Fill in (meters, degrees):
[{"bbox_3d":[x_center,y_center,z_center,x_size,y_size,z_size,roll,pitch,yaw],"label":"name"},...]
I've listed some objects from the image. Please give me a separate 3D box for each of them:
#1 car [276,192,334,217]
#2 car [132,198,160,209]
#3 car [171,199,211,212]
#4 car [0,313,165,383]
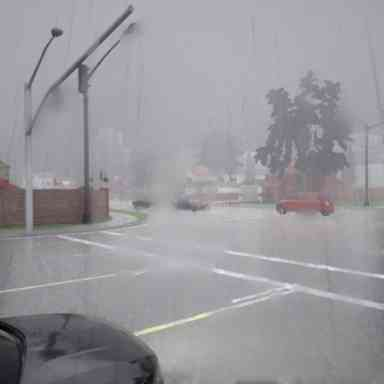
[{"bbox_3d":[9.782,1.060,29.141,2.150,2.045,5.566,0,0,-23],"label":"car"},{"bbox_3d":[-6.269,1.505,45.083,1.895,1.301,4.718,-1,0,-37],"label":"car"},{"bbox_3d":[-0.234,1.445,37.063,2.033,1.411,5.357,-1,0,-37],"label":"car"},{"bbox_3d":[-2.457,1.503,2.002,4.892,1.490,1.837,0,0,-36],"label":"car"}]
